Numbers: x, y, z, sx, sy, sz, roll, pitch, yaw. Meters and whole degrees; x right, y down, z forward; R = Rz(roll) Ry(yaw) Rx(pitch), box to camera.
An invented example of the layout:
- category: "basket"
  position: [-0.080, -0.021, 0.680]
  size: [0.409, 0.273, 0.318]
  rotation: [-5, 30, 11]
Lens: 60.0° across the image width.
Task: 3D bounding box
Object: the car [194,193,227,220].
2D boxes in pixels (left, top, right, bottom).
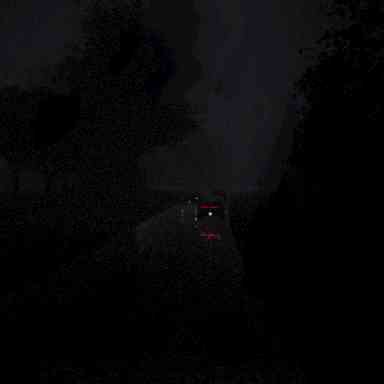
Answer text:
- category: "car"
  position: [1.431, 1.102, 24.241]
  size: [1.837, 1.490, 4.892]
  rotation: [0, 2, 5]

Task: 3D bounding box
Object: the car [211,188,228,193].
- category: "car"
  position: [3.425, 0.295, 41.661]
  size: [2.128, 1.511, 4.902]
  rotation: [0, 3, 7]

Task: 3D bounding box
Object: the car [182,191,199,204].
- category: "car"
  position: [0.028, 0.618, 37.498]
  size: [1.895, 1.301, 4.718]
  rotation: [2, 3, 7]
